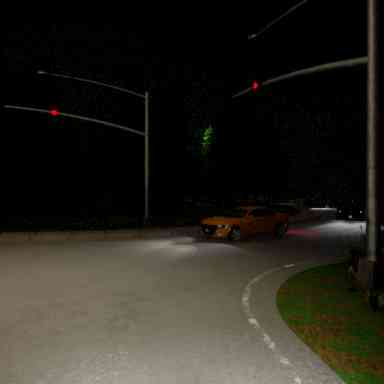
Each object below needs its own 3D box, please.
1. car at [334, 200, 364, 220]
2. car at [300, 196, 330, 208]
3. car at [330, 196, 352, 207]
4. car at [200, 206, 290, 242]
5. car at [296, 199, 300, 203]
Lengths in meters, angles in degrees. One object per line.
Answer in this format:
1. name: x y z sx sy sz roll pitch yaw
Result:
1. car: 13.000 1.574 27.200 1.895 1.301 4.718 0 0 27
2. car: 17.473 1.538 47.415 1.994 1.385 4.181 0 0 1
3. car: 20.758 1.325 46.367 2.097 1.767 4.553 0 0 3
4. car: 2.695 1.451 16.343 5.008 1.535 1.882 0 0 -36
5. car: 19.596 1.451 56.078 1.882 1.535 5.008 0 0 -16
